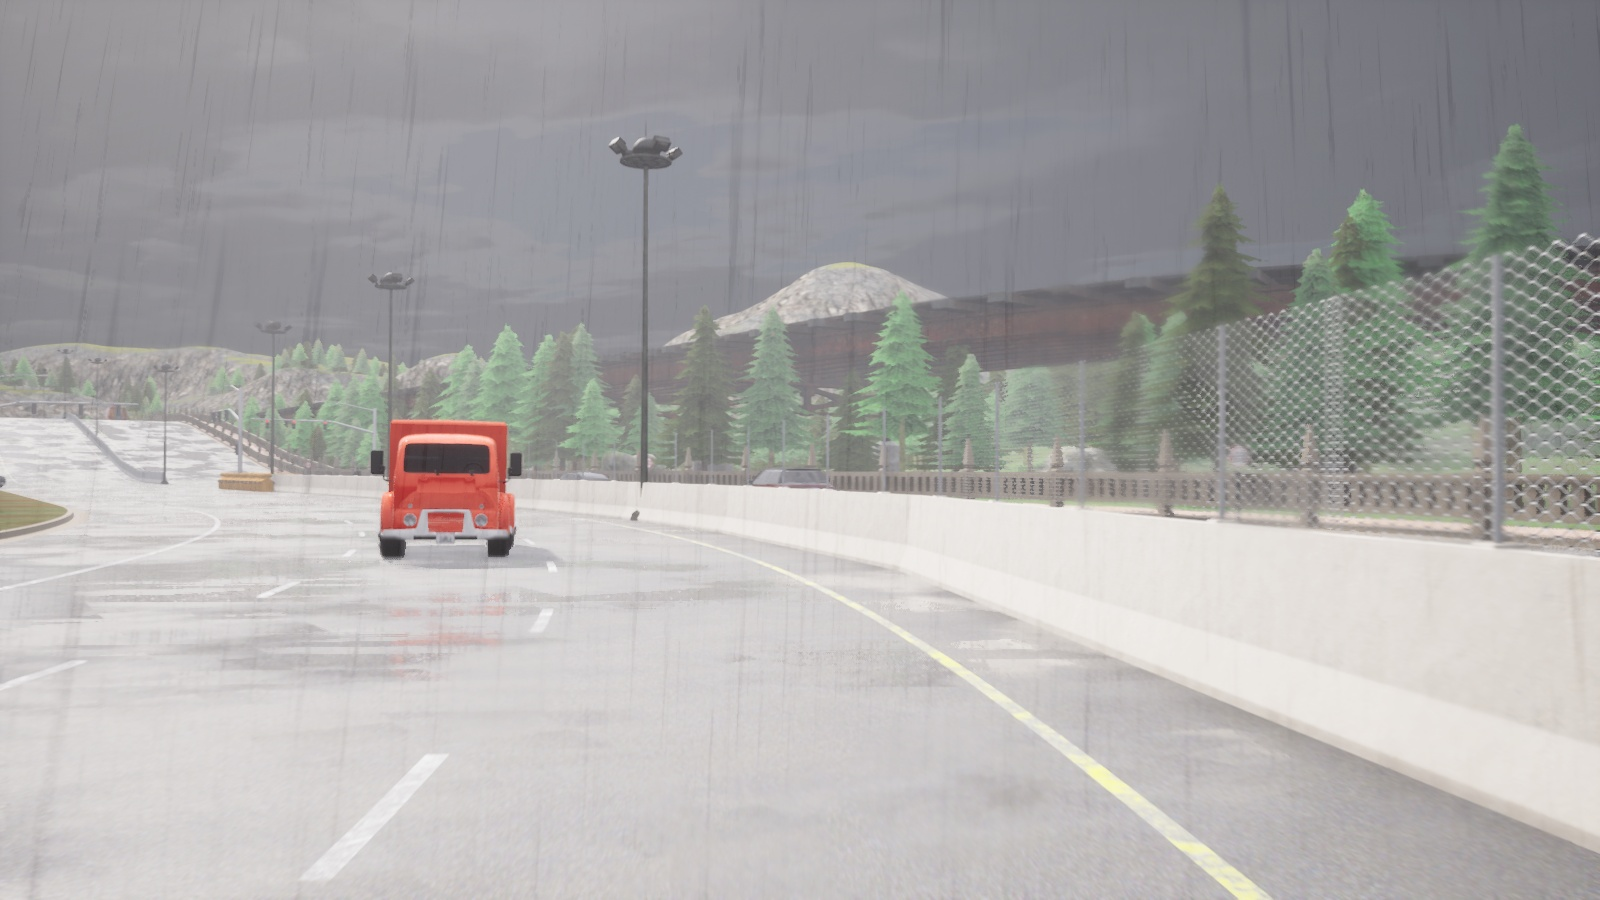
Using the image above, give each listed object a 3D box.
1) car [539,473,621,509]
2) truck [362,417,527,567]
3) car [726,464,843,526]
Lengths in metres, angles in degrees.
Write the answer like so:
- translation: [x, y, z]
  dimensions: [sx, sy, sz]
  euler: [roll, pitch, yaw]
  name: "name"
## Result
- translation: [-9.855, 1.798, 56.048]
  dimensions: [1.837, 1.490, 4.892]
  euler: [1, -1, -33]
  name: "car"
- translation: [-6.577, 0.748, 23.490]
  dimensions: [2.627, 2.467, 5.204]
  euler: [1, -1, -15]
  name: "truck"
- translation: [-0.559, 1.318, 38.373]
  dimensions: [2.097, 1.767, 4.553]
  euler: [0, -1, -22]
  name: "car"
